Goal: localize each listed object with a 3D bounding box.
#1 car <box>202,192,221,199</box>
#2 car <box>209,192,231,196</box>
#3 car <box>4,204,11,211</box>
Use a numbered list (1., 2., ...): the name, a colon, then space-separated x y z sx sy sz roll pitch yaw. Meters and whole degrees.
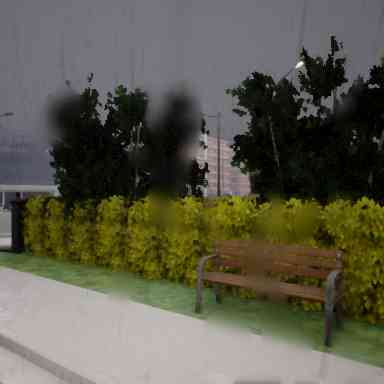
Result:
1. car: 4.195 0.725 71.470 1.812 1.442 4.674 0 1 35
2. car: 6.164 0.710 68.205 2.128 1.511 4.902 0 1 35
3. car: -18.854 1.498 38.794 2.033 1.411 5.357 0 0 35
